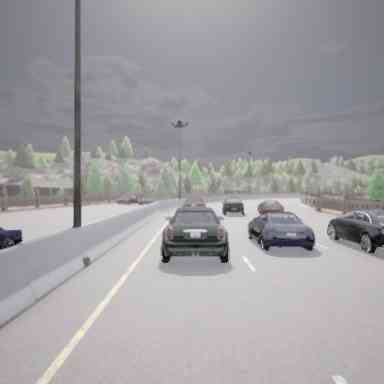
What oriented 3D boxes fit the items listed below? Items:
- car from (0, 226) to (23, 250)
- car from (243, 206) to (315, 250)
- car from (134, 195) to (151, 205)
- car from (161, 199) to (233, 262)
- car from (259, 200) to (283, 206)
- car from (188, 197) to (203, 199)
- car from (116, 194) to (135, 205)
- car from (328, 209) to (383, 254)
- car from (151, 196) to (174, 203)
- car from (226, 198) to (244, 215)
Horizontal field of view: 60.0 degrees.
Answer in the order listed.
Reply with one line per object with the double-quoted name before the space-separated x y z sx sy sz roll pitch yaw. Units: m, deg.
"car" -7.099 1.559 9.905 1.895 1.301 4.718 0 0 0
"car" 3.599 1.506 14.031 1.994 1.385 4.181 0 0 0
"car" -6.886 1.394 52.662 1.895 1.301 4.718 0 0 15
"car" 0.099 1.302 12.084 2.097 1.767 4.553 0 0 0
"car" 7.401 1.426 31.276 1.994 1.385 4.181 0 0 4
"car" 0.312 1.225 30.021 2.097 1.767 4.553 0 0 3
"car" -10.315 1.153 53.221 2.097 1.767 4.553 0 0 15
"car" 7.099 1.437 13.230 2.128 1.511 4.902 0 0 0
"car" -3.922 1.342 50.298 2.033 1.411 5.357 0 0 14
"car" 3.951 1.338 32.142 1.882 1.535 5.008 0 0 4
